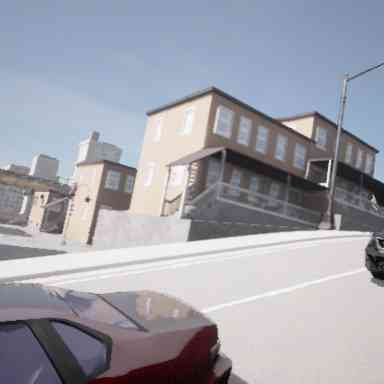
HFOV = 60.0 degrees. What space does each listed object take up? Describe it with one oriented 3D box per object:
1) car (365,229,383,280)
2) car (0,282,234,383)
[{"bbox_3d":[6.879,1.234,8.807,5.566,2.045,2.150,0,0,-35],"label":"car"},{"bbox_3d":[-2.166,1.542,2.436,5.357,1.411,2.033,0,0,-35],"label":"car"}]
